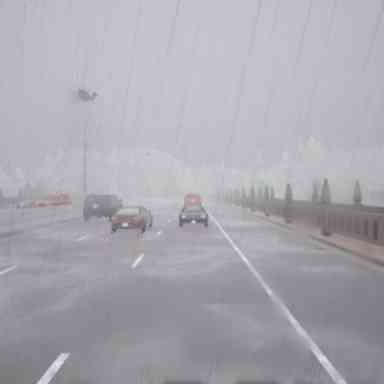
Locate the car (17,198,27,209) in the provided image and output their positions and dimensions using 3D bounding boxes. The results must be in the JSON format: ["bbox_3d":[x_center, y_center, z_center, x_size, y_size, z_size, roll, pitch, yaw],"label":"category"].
[{"bbox_3d":[-21.080,1.442,43.703,2.128,1.511,4.902,0,0,0],"label":"car"}]

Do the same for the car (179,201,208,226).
[{"bbox_3d":[0.098,1.564,22.913,1.895,1.301,4.718,0,0,0],"label":"car"}]

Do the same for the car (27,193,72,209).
[{"bbox_3d":[-14.095,1.172,33.839,2.150,2.045,5.566,0,0,0],"label":"car"}]

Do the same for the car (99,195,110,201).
[{"bbox_3d":[-21.921,1.556,83.342,1.994,1.385,4.181,0,0,-7],"label":"car"}]

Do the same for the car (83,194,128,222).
[{"bbox_3d":[-6.903,1.181,26.409,2.150,2.045,5.566,0,0,0],"label":"car"}]

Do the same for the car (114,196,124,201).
[{"bbox_3d":[-18.536,1.586,84.377,1.895,1.301,4.718,0,0,-7],"label":"car"}]

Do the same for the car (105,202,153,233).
[{"bbox_3d":[-3.402,1.494,19.262,1.812,1.442,4.674,0,0,0],"label":"car"}]

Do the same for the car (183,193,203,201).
[{"bbox_3d":[0.107,1.172,41.276,2.150,2.045,5.566,0,0,0],"label":"car"}]

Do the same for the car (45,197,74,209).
[{"bbox_3d":[-17.581,1.427,44.314,1.882,1.535,5.008,0,0,0],"label":"car"}]

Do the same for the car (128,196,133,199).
[{"bbox_3d":[-14.089,1.543,74.196,1.994,1.385,4.181,0,0,-1],"label":"car"}]
